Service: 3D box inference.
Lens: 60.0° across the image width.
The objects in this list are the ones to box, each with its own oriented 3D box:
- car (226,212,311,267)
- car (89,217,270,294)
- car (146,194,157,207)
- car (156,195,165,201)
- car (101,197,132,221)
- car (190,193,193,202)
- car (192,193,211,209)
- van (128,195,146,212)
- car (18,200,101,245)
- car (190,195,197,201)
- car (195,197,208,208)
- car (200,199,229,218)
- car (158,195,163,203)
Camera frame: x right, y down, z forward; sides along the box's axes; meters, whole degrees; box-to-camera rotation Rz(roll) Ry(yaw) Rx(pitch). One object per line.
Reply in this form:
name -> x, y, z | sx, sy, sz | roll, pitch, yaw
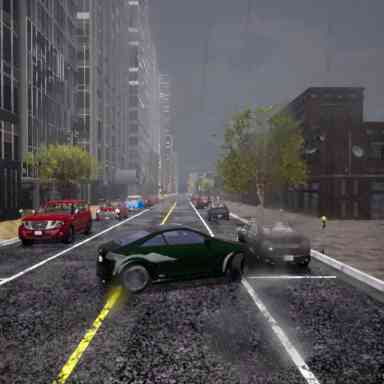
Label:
car -> 2.549, 1.548, 11.161 | 2.008, 1.369, 4.403 | -1, 0, -1
car -> -0.342, 1.557, 8.721 | 4.181, 1.385, 1.994 | 0, 0, -25
car -> -6.982, 1.299, 49.675 | 2.192, 1.841, 5.009 | -1, 0, -1
car -> -7.850, 1.496, 82.703 | 1.752, 1.417, 4.829 | -1, 0, -1
car -> -6.390, 1.432, 26.816 | 1.967, 1.590, 4.097 | -1, 0, -1
car -> 0.812, 1.290, 72.017 | 2.192, 1.841, 5.009 | -1, 0, -1
car -> 1.541, 1.301, 44.353 | 2.192, 1.841, 5.009 | -1, 0, -1
van -> -6.691, 1.329, 38.609 | 1.690, 1.788, 3.998 | -1, 0, -1
car -> -6.190, 1.310, 15.748 | 2.192, 1.841, 5.009 | -1, 0, -1
car -> 0.379, 1.551, 88.614 | 1.802, 1.307, 4.206 | -1, 0, -1
car -> 1.394, 1.509, 50.056 | 1.752, 1.417, 4.829 | -1, 0, -1
car -> 2.013, 1.543, 27.021 | 2.008, 1.369, 4.403 | -1, 0, -1
car -> -7.416, 1.522, 66.274 | 1.887, 1.381, 4.507 | -1, 0, -1
